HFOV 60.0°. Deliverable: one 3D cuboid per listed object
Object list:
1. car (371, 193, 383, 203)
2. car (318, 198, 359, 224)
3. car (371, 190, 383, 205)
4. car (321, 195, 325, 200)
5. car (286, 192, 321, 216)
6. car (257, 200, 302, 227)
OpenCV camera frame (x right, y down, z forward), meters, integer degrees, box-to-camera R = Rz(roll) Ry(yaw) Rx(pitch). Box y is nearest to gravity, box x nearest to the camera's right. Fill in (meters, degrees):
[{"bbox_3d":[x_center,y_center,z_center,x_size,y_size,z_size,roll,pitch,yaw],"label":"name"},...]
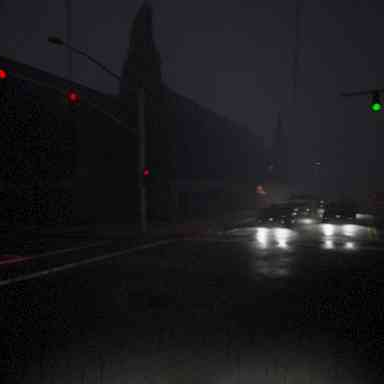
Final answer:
[{"bbox_3d":[30.869,0.900,55.102,2.128,1.511,4.902,-1,0,27],"label":"car"},{"bbox_3d":[10.254,1.369,23.074,1.994,1.385,4.181,-1,0,27],"label":"car"},{"bbox_3d":[26.097,0.721,45.885,2.150,2.045,5.566,-1,0,27],"label":"car"},{"bbox_3d":[14.504,1.078,38.777,2.097,1.767,4.553,-1,0,28],"label":"car"},{"bbox_3d":[9.951,1.034,30.096,2.150,2.045,5.566,-1,0,28],"label":"car"},{"bbox_3d":[5.666,1.459,21.820,1.994,1.385,4.181,-1,0,27],"label":"car"}]
